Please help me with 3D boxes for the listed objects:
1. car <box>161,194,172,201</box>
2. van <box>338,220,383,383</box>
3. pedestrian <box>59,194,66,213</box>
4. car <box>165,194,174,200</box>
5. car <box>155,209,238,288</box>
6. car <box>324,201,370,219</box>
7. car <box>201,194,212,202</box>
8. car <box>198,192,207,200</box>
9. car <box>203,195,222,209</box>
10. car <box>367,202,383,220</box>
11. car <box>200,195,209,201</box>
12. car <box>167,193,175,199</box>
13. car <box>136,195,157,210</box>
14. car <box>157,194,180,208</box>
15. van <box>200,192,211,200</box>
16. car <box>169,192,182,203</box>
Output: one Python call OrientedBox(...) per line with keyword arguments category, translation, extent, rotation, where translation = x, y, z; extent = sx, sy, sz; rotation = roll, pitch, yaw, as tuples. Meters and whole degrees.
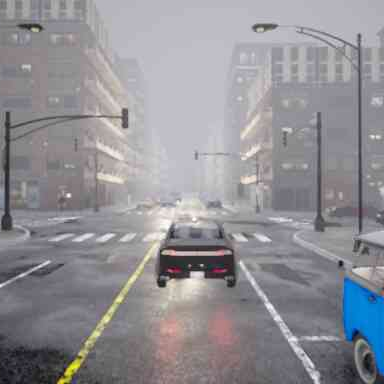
OrientedBox(category="car", translation=(-5.681, 1.225, 74.433), extent=(1.887, 1.381, 4.507), rotation=(1, 0, 0))
OrientedBox(category="van", translation=(2.674, 1.329, 2.631), extent=(1.690, 1.788, 3.998), rotation=(1, 0, 0))
OrientedBox(category="pedestrian", translation=(-12.541, 1.067, 32.017), extent=(0.375, 1.860, 0.375), rotation=(0, -1, 1))
OrientedBox(category="car", translation=(-5.682, 1.184, 85.718), extent=(2.008, 1.369, 4.403), rotation=(1, 0, 0))
OrientedBox(category="car", translation=(0.100, 1.451, 9.114), extent=(2.128, 1.511, 4.902), rotation=(0, 0, 0))
OrientedBox(category="car", translation=(13.640, 1.472, 28.764), extent=(4.097, 1.590, 1.967), rotation=(0, -1, 1))
OrientedBox(category="car", translation=(2.700, 1.349, 46.221), extent=(2.008, 1.369, 4.403), rotation=(1, 0, 0))
OrientedBox(category="car", translation=(2.702, 0.948, 85.717), extent=(2.192, 1.841, 5.009), rotation=(1, 0, 0))
OrientedBox(category="car", translation=(2.700, 1.389, 40.578), extent=(1.947, 1.339, 4.313), rotation=(1, 0, 0))
OrientedBox(category="car", translation=(13.537, 1.486, 20.382), extent=(4.313, 1.339, 1.947), rotation=(0, -1, 1))
OrientedBox(category="car", translation=(2.698, 1.262, 74.433), extent=(1.802, 1.307, 4.206), rotation=(1, 0, 0))
OrientedBox(category="car", translation=(-5.681, 1.051, 91.360), extent=(1.967, 1.590, 4.097), rotation=(1, 0, 0))
OrientedBox(category="car", translation=(-5.679, 1.349, 40.407), extent=(1.752, 1.417, 4.829), rotation=(1, 0, 0))
OrientedBox(category="car", translation=(-3.092, 1.352, 44.907), extent=(2.033, 1.411, 5.357), rotation=(0, 0, 0))
OrientedBox(category="van", translation=(2.703, 1.092, 57.504), extent=(1.690, 1.788, 3.998), rotation=(1, 0, 0))
OrientedBox(category="car", translation=(-3.031, 0.952, 62.023), extent=(2.150, 2.045, 5.566), rotation=(0, 0, 1))
